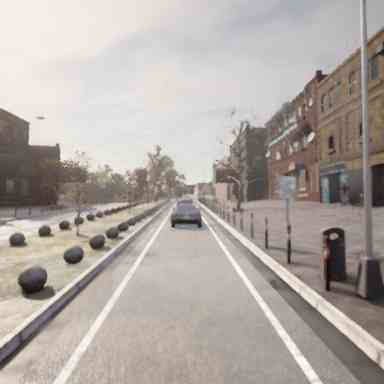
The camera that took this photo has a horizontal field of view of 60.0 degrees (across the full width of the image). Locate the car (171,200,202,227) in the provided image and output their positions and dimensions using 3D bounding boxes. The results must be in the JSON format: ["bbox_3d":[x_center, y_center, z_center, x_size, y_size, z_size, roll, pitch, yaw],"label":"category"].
[{"bbox_3d":[-0.385,1.478,22.226,1.994,1.385,4.181,0,0,-1],"label":"car"}]

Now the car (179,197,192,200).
[{"bbox_3d":[-0.792,1.345,40.057,2.128,1.511,4.902,0,0,-1],"label":"car"}]
